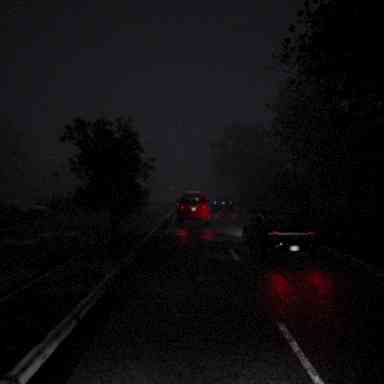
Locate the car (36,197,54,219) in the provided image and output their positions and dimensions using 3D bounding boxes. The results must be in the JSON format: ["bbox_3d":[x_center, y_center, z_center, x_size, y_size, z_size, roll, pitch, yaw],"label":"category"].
[{"bbox_3d":[-13.818,1.405,26.507,4.674,1.452,2.002,-1,0,-20],"label":"car"}]

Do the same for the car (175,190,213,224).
[{"bbox_3d":[0.104,1.127,23.729,2.150,2.045,5.566,0,1,0],"label":"car"}]

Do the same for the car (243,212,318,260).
[{"bbox_3d":[3.103,1.479,12.489,2.128,1.511,4.902,0,0,0],"label":"car"}]

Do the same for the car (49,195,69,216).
[{"bbox_3d":[-13.806,1.329,29.507,5.008,1.535,2.097,-1,1,-20],"label":"car"}]

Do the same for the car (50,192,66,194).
[{"bbox_3d":[-13.784,0.967,38.523,5.566,2.045,2.435,-1,0,-20],"label":"car"}]

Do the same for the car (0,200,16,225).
[{"bbox_3d":[-13.823,1.469,20.508,4.674,1.452,2.002,-1,0,-20],"label":"car"}]

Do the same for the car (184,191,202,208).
[{"bbox_3d":[0.110,0.898,42.917,2.150,2.045,5.566,0,1,0],"label":"car"}]

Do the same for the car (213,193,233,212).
[{"bbox_3d":[3.109,1.116,35.295,2.097,1.767,4.553,0,1,0],"label":"car"}]

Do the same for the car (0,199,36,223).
[{"bbox_3d":[-13.850,1.272,23.495,4.553,1.767,2.185,-1,0,-20],"label":"car"}]

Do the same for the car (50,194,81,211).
[{"bbox_3d":[-13.782,1.283,35.523,4.792,1.488,2.163,-1,1,-20],"label":"car"}]
